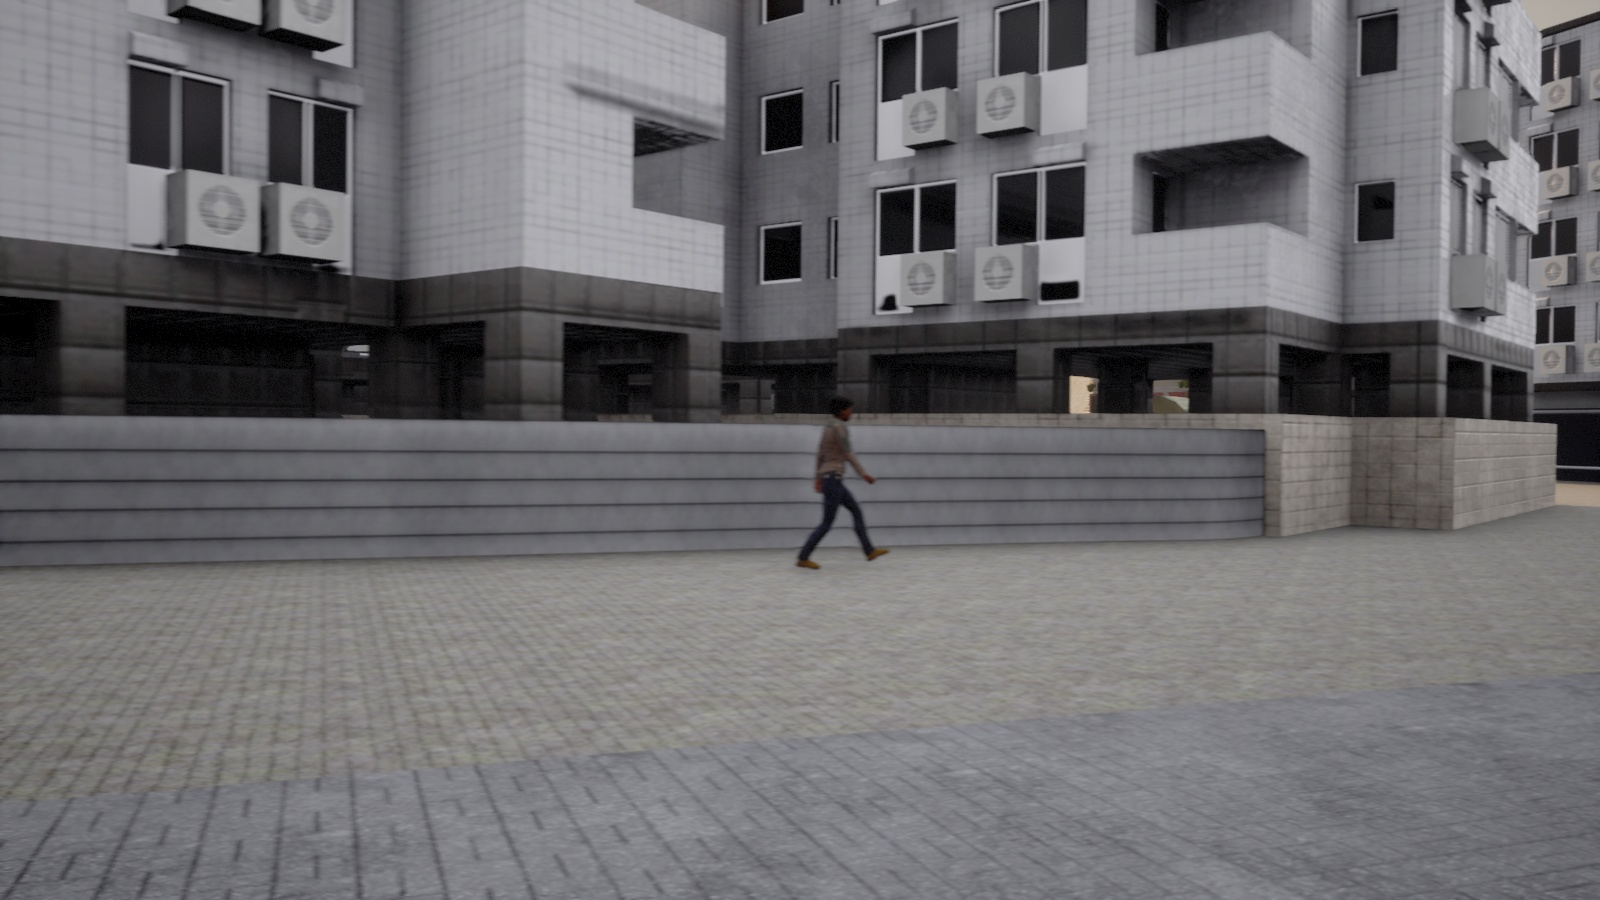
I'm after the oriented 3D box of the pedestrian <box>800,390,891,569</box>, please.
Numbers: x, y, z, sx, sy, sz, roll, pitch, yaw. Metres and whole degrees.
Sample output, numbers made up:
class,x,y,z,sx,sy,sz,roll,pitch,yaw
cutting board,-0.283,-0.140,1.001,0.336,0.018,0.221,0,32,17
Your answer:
class,x,y,z,sx,sy,sz,roll,pitch,yaw
pedestrian,0.469,0.292,12.949,0.869,1.805,0.328,-1,1,-12
